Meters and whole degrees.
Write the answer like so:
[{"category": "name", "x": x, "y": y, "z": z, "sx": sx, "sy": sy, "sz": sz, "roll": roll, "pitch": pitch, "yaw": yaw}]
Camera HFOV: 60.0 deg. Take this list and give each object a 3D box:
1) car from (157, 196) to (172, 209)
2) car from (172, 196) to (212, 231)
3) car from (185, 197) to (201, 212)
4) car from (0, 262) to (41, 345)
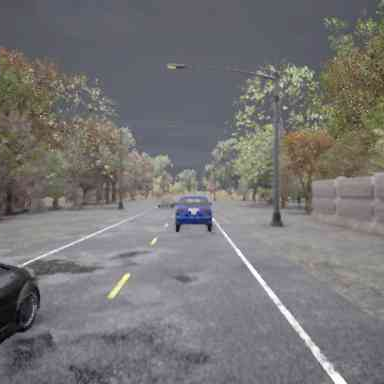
[{"category": "car", "x": -3.563, "y": 1.351, "z": 46.048, "sx": 2.097, "sy": 1.767, "sz": 4.553, "roll": 0, "pitch": 0, "yaw": 0}, {"category": "car", "x": 0.110, "y": 1.234, "z": 21.065, "sx": 2.150, "sy": 2.045, "sz": 5.566, "roll": 0, "pitch": 0, "yaw": 0}, {"category": "car", "x": 0.114, "y": 1.481, "z": 40.906, "sx": 1.882, "sy": 1.535, "sz": 5.008, "roll": 0, "pitch": 0, "yaw": 0}, {"category": "car", "x": -3.584, "y": 1.547, "z": 4.037, "sx": 1.994, "sy": 1.385, "sz": 4.181, "roll": 2, "pitch": 0, "yaw": 0}]
